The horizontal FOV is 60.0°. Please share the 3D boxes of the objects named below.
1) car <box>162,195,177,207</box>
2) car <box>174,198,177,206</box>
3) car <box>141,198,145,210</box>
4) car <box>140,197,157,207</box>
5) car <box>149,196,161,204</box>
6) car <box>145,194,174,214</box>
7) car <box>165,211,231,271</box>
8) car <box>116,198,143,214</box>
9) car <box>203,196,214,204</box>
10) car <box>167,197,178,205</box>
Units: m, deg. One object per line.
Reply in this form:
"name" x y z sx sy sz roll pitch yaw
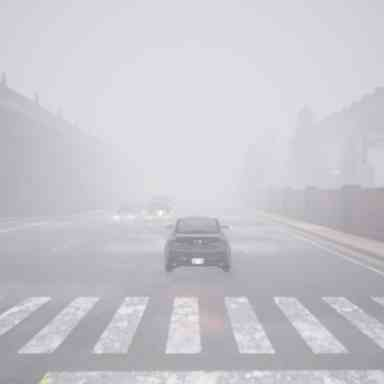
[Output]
"car" -3.723 1.468 55.532 2.097 1.767 4.553 0 0 0
"car" -3.625 1.588 46.295 2.128 1.511 4.902 0 0 -1
"car" -7.117 1.573 45.860 1.882 1.535 5.008 0 0 -1
"car" -7.215 1.664 55.818 2.033 1.411 5.357 0 0 0
"car" -7.359 1.616 66.084 1.882 1.535 5.008 0 0 -1
"car" -3.469 1.298 36.416 2.150 2.045 5.566 0 0 -1
"car" 0.178 1.528 10.926 1.837 1.490 4.892 0 0 1
"car" -6.977 1.677 36.483 1.895 1.301 4.718 0 0 -1
"car" 3.241 1.616 66.151 1.882 1.535 5.008 0 0 -1
"car" -3.848 1.737 65.433 1.895 1.301 4.718 0 0 -1
